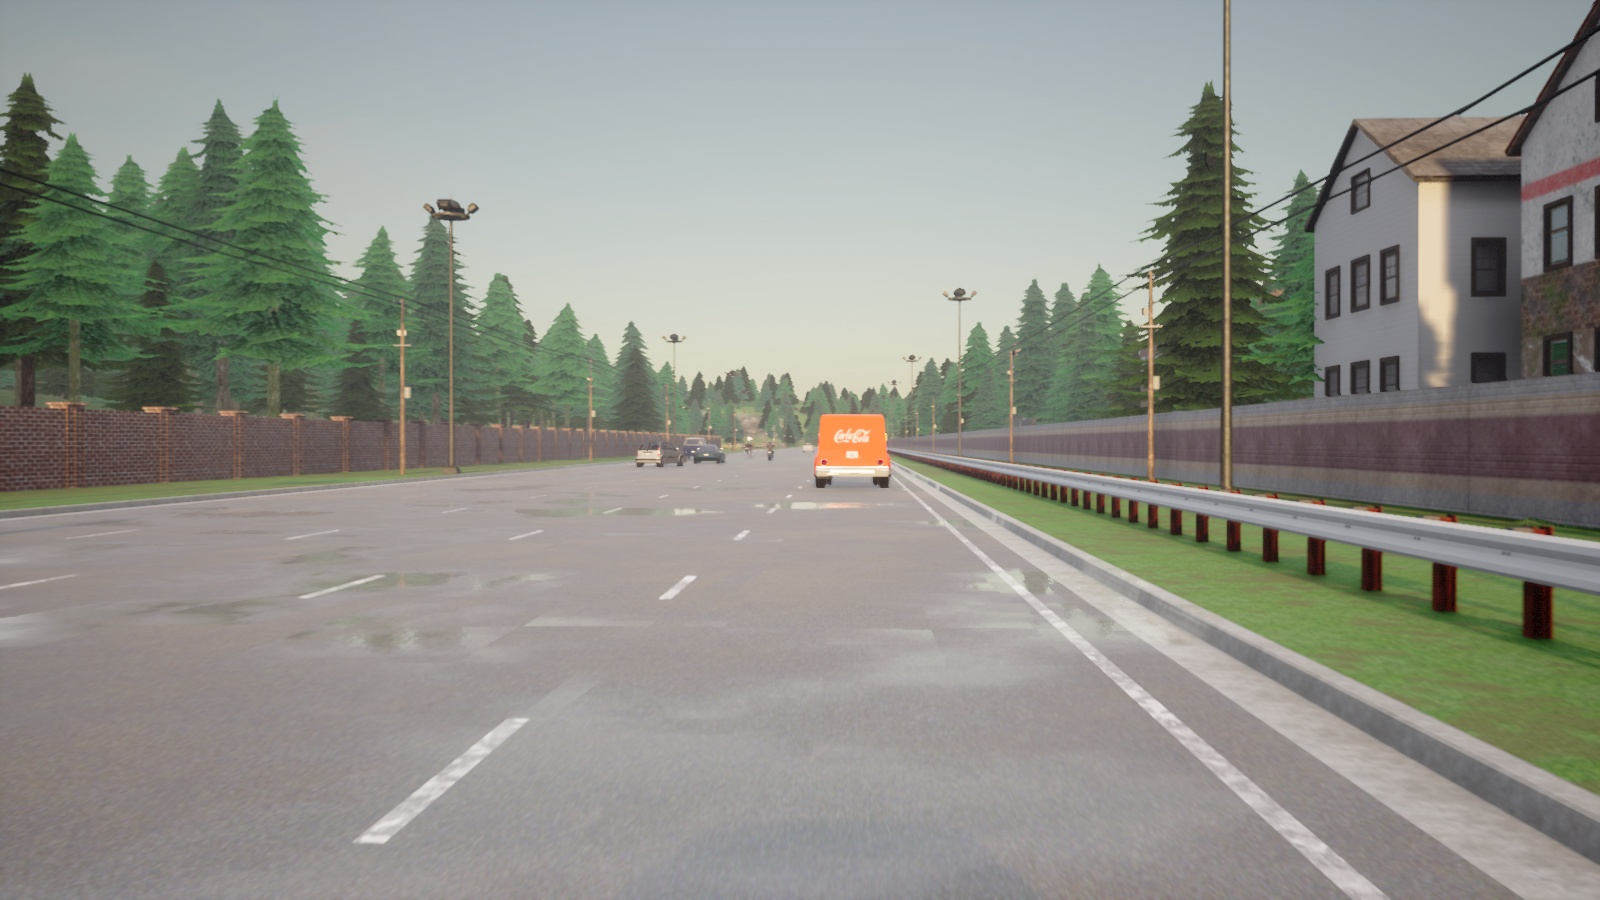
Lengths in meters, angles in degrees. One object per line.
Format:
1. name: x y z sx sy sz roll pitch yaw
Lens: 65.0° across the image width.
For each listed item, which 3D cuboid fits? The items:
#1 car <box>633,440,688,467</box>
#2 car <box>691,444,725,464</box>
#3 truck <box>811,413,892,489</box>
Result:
1. car: -8.585 0.198 77.615 1.851 1.617 3.988 0 0 20
2. car: -6.653 0.287 91.617 1.994 1.385 4.181 0 0 2
3. truck: 1.798 0.019 43.505 2.627 2.467 5.204 0 1 2
